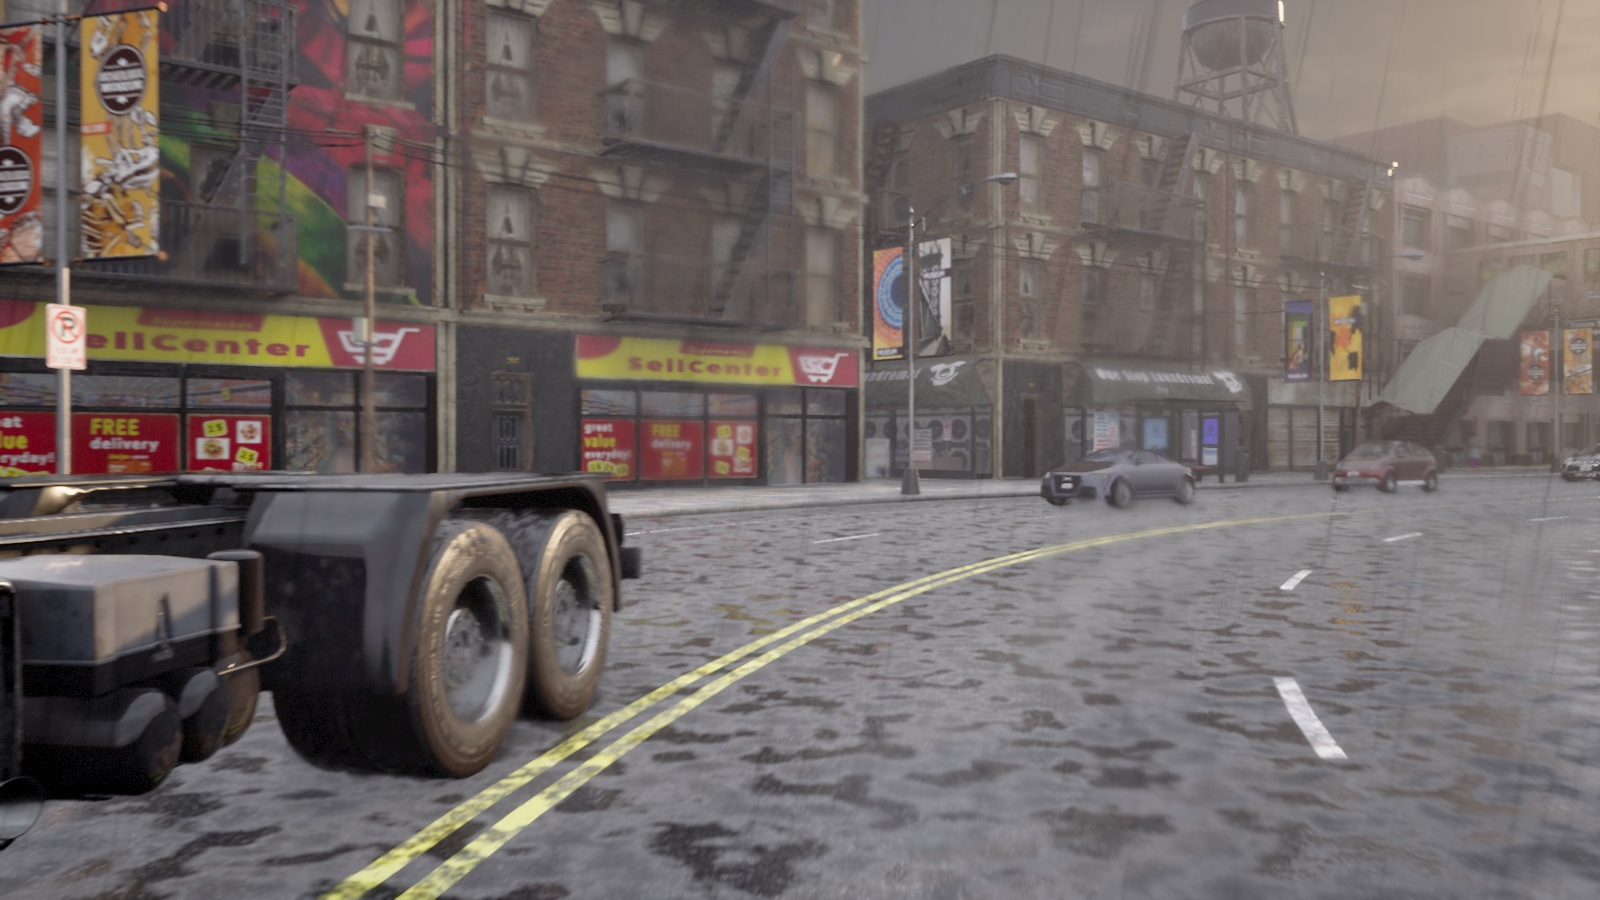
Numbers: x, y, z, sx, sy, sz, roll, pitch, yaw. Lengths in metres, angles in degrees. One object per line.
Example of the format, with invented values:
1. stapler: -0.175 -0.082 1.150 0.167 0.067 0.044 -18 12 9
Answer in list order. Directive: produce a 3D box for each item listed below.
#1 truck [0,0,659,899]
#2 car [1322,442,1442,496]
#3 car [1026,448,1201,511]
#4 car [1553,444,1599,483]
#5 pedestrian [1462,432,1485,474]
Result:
1. truck: -3.095 -0.265 4.268 2.891 3.462 7.936 0 0 12
2. car: 17.639 0.543 38.027 3.705 1.549 1.789 0 0 -38
3. car: 7.552 0.654 30.080 4.181 1.385 1.994 0 0 -40
4. car: 30.795 0.497 48.214 3.806 1.475 1.970 0 0 -38
5. pedestrian: 30.909 0.135 57.632 0.873 1.952 0.659 0 0 -42
